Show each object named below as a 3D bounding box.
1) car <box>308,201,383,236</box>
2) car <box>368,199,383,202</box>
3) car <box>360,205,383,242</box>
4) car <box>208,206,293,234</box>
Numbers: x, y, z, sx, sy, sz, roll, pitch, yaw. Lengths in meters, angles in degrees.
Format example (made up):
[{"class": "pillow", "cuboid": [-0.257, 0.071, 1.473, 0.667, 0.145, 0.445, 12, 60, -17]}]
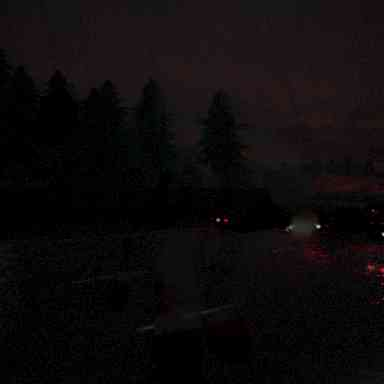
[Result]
[{"class": "car", "cuboid": [8.405, 1.488, 18.341, 4.892, 1.490, 1.837, 0, 0, -35]}, {"class": "car", "cuboid": [18.178, 1.467, 32.620, 1.837, 1.490, 4.892, 1, 0, 38]}, {"class": "car", "cuboid": [9.938, 1.488, 15.136, 4.892, 1.490, 1.837, 0, 0, -35]}, {"class": "car", "cuboid": [3.434, 1.533, 19.094, 5.357, 1.411, 2.033, 0, 0, -35]}]
